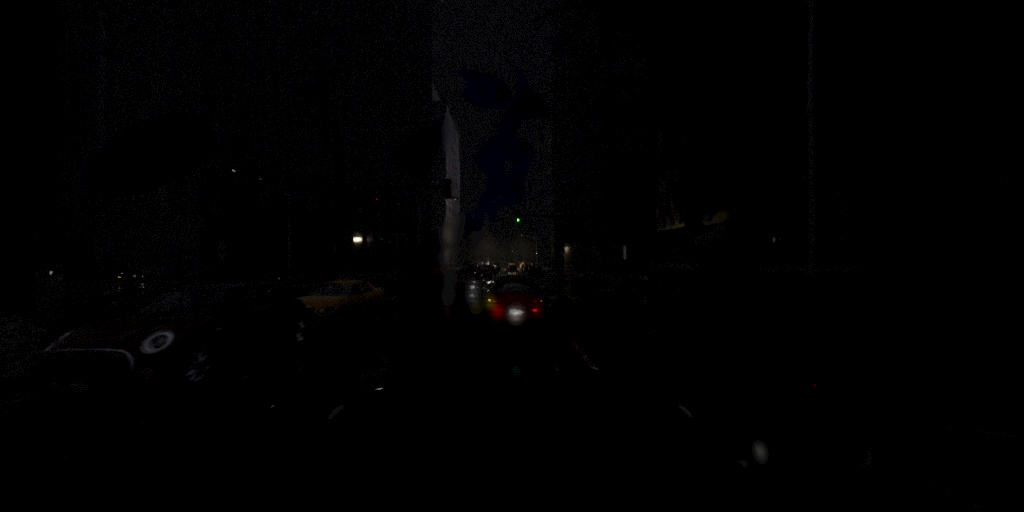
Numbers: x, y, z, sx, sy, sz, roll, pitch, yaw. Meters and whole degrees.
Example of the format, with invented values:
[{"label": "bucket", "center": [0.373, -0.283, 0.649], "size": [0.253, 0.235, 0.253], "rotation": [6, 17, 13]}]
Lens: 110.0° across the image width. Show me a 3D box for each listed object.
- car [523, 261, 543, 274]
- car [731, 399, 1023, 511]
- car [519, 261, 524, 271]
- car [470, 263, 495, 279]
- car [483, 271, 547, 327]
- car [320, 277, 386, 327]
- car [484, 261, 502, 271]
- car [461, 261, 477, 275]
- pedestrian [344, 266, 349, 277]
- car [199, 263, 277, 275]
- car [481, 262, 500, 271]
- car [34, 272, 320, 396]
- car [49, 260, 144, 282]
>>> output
[{"label": "car", "center": [2.748, 1.710, 44.192], "size": [1.967, 1.591, 4.097], "rotation": [0, 0, 0]}, {"label": "car", "center": [2.763, 1.311, 1.314], "size": [1.948, 1.339, 4.313], "rotation": [0, 0, 0]}, {"label": "car", "center": [2.743, 2.025, 60.504], "size": [2.007, 1.370, 4.403], "rotation": [0, 0, 0]}, {"label": "car", "center": [-3.111, 1.732, 39.044], "size": [1.812, 1.442, 4.674], "rotation": [0, -1, 0]}, {"label": "car", "center": [0.067, 1.400, 11.999], "size": [1.812, 1.442, 4.674], "rotation": [0, -1, -2]}, {"label": "car", "center": [-5.766, 1.403, 12.052], "size": [1.751, 1.417, 4.829], "rotation": [0, 0, 0]}, {"label": "car", "center": [-3.052, 1.949, 59.116], "size": [2.128, 1.511, 4.902], "rotation": [0, -1, 1]}, {"label": "car", "center": [-5.779, 1.653, 49.627], "size": [2.192, 1.841, 5.009], "rotation": [0, 0, 0]}, {"label": "pedestrian", "center": [-13.776, 1.368, 29.931], "size": [0.500, 1.100, 0.500], "rotation": [0, -2, 0]}, {"label": "car", "center": [-17.829, 1.199, 23.688], "size": [4.892, 1.490, 1.837], "rotation": [1, -1, 0]}, {"label": "car", "center": [-3.101, 1.895, 49.011], "size": [1.994, 1.385, 4.181], "rotation": [0, -1, 0]}, {"label": "car", "center": [-5.764, 1.251, 6.766], "size": [1.967, 1.591, 4.097], "rotation": [0, 0, 0]}, {"label": "car", "center": [-27.329, 1.015, 23.669], "size": [4.892, 1.490, 1.837], "rotation": [1, -1, 0]}]
